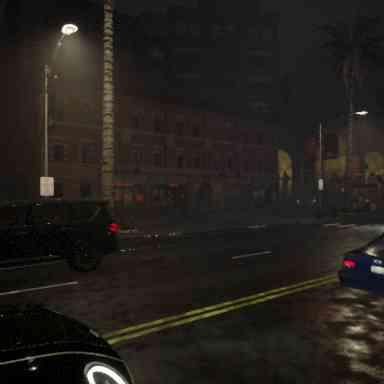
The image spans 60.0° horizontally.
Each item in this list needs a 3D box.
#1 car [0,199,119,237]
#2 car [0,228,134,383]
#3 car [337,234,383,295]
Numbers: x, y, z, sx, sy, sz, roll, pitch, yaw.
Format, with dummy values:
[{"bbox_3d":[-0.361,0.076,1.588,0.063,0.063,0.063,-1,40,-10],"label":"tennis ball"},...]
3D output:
[{"bbox_3d":[-4.783,1.221,9.162,5.566,2.045,2.150,0,0,-36],"label":"car"},{"bbox_3d":[-2.555,1.352,1.869,4.553,1.767,2.097,0,0,-36],"label":"car"},{"bbox_3d":[5.632,1.547,7.865,5.357,1.411,2.033,0,0,-36],"label":"car"}]
